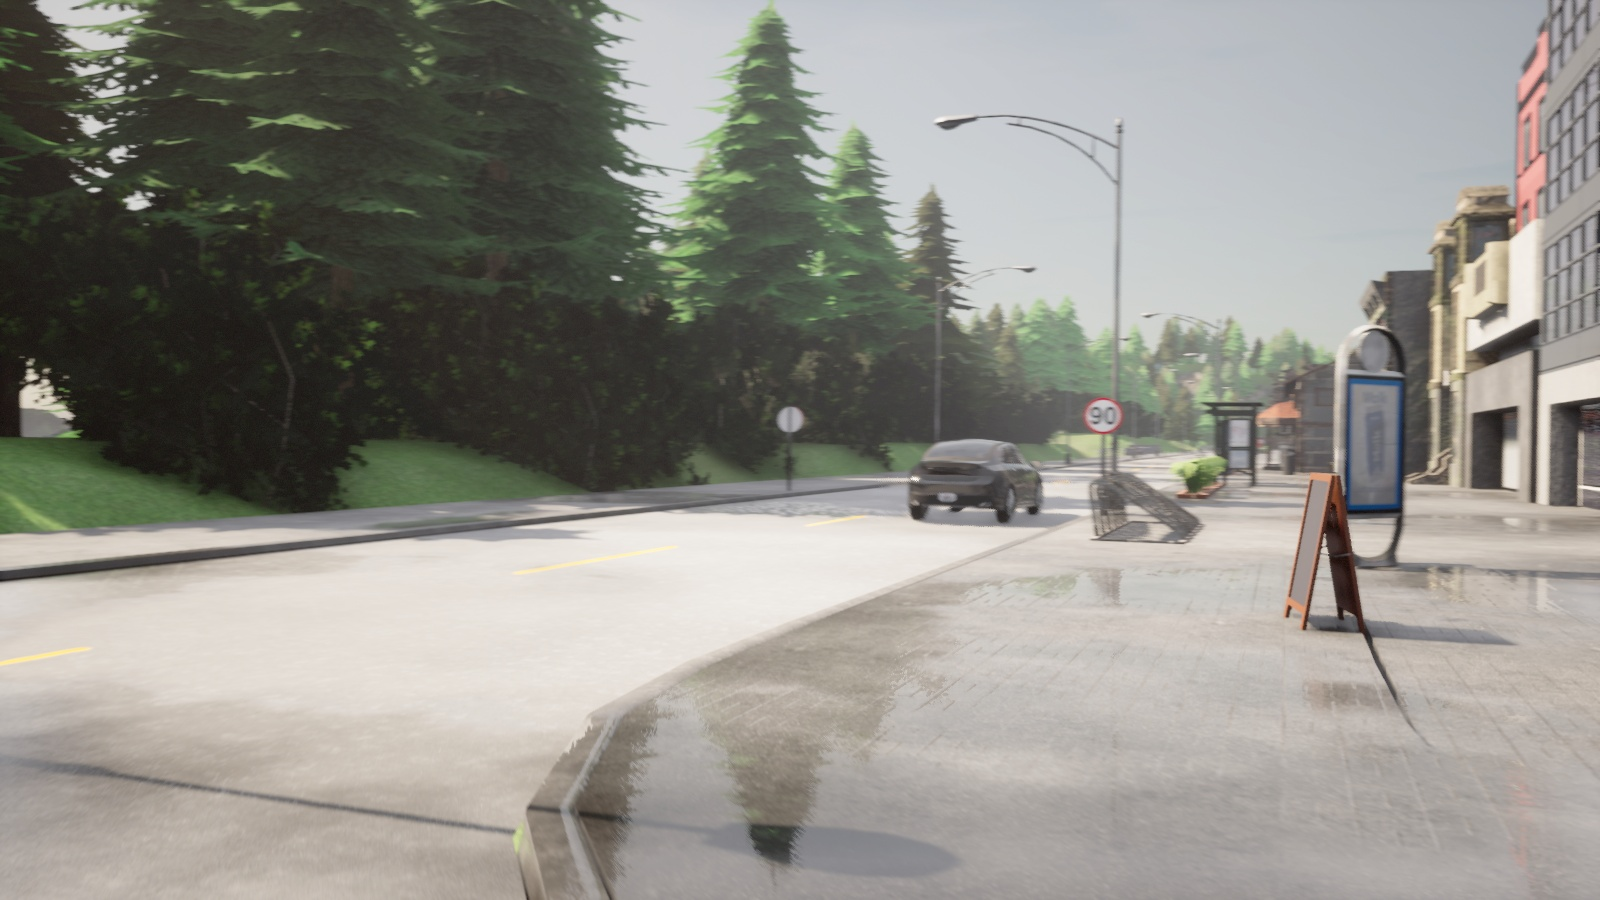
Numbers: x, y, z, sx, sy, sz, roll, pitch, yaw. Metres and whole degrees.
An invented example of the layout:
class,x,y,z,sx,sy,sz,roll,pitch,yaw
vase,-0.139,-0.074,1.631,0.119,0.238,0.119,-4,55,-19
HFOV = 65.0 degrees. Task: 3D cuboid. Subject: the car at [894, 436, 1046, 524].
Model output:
class,x,y,z,sx,sy,sz,roll,pitch,yaw
car,3.412,0.497,24.287,1.837,1.490,4.892,0,1,21
